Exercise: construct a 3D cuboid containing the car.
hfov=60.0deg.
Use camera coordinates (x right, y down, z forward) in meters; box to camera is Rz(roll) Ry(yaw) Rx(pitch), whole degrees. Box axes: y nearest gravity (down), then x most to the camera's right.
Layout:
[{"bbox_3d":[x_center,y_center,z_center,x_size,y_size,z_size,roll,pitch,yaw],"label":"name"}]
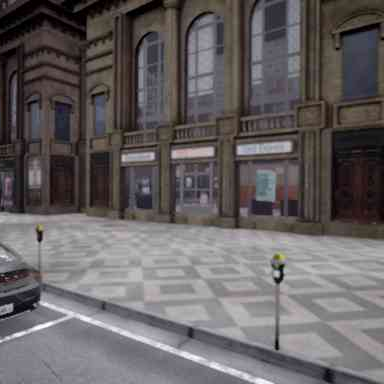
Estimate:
[{"bbox_3d":[-4.556,1.496,6.194,4.403,1.369,2.008,1,0,35],"label":"car"}]
